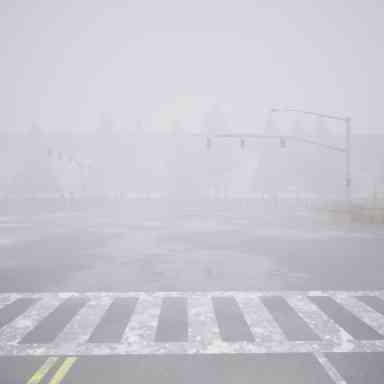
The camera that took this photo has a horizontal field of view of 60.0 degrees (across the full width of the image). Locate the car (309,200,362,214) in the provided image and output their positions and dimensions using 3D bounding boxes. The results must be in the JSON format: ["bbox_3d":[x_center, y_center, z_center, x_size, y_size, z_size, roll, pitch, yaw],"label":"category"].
[{"bbox_3d":[15.411,1.547,35.539,5.357,1.411,2.033,0,0,-2],"label":"car"}]
